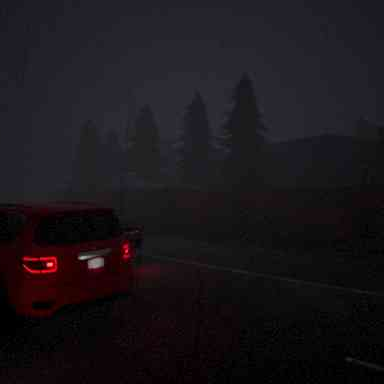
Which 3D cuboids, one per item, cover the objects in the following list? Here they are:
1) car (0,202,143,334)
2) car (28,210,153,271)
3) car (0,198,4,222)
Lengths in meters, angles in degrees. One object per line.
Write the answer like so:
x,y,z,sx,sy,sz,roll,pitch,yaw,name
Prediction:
-3.591,1.237,7.078,5.566,2.045,2.150,0,0,40,car
-3.823,1.520,12.015,4.902,1.511,2.128,0,0,42,car
-16.546,1.404,26.654,2.097,1.767,4.553,0,0,-36,car
